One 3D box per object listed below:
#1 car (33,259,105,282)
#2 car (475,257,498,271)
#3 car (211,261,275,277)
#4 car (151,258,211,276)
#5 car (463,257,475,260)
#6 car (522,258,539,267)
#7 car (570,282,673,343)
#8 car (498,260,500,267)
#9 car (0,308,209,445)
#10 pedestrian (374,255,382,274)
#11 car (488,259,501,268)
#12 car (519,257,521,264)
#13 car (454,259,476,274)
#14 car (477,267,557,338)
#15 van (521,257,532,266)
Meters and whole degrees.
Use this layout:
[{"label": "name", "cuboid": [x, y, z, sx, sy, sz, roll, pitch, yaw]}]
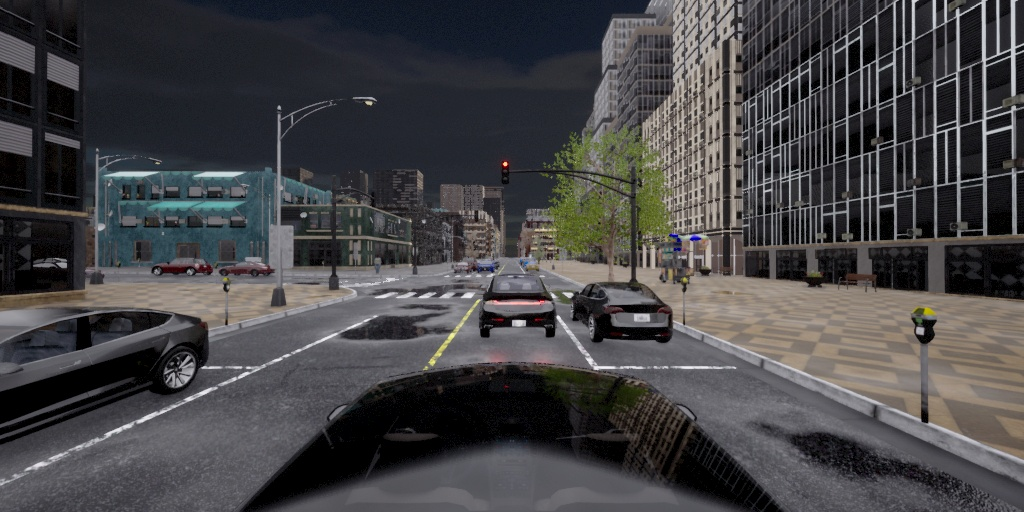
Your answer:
[{"label": "car", "cuboid": [-28.251, 0.980, 22.442, 4.207, 1.307, 1.802, 0, 0, -1]}, {"label": "car", "cuboid": [-3.103, 1.230, 43.661, 1.882, 1.535, 5.008, 0, 0, 0]}, {"label": "car", "cuboid": [-22.823, 1.090, 30.900, 4.207, 1.307, 1.802, 0, 0, -1]}, {"label": "car", "cuboid": [-28.370, 0.879, 30.822, 4.097, 1.591, 1.967, 0, 0, -1]}, {"label": "car", "cuboid": [-5.692, 1.068, 47.538, 2.192, 1.841, 5.009, 0, 0, 0]}, {"label": "car", "cuboid": [2.688, 1.278, 47.711, 1.751, 1.417, 4.829, 0, 0, 0]}, {"label": "car", "cuboid": [2.691, 1.316, 9.512, 1.948, 1.339, 4.313, 0, 0, 0]}, {"label": "car", "cuboid": [-3.082, 1.318, 53.512, 1.994, 1.385, 4.181, 0, 0, 1]}, {"label": "car", "cuboid": [-5.689, 1.316, 3.972, 1.948, 1.339, 4.313, 0, 0, 0]}, {"label": "pedestrian", "cuboid": [-12.751, 0.789, 33.992, 0.375, 1.860, 0.375, 0, -1, -1]}, {"label": "car", "cuboid": [-3.064, 1.302, 63.960, 2.033, 1.411, 5.357, 0, 0, 0]}, {"label": "car", "cuboid": [2.687, 1.305, 64.194, 2.007, 1.370, 4.403, 0, 0, 0]}, {"label": "car", "cuboid": [-5.692, 1.334, 41.987, 1.802, 1.307, 4.207, 0, 0, 0]}, {"label": "car", "cuboid": [0.110, 1.242, 10.182, 2.128, 1.511, 4.902, 0, 0, -1]}, {"label": "van", "cuboid": [2.688, 1.094, 53.093, 1.690, 1.789, 3.998, 0, 0, 0]}]
